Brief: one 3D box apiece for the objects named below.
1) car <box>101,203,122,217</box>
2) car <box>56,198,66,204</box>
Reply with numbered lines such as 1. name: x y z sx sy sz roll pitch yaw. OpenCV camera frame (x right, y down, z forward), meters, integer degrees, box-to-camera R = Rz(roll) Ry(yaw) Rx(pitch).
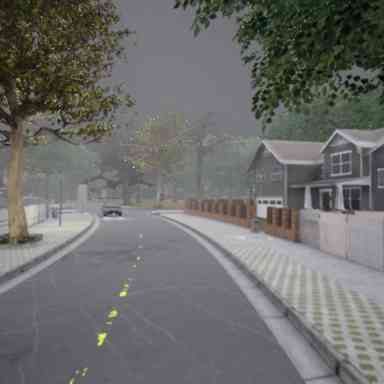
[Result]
1. car: -8.671 1.835 35.665 2.033 1.411 5.357 0 -1 -19
2. car: -31.690 2.128 80.254 1.812 1.442 4.674 1 -1 -29
